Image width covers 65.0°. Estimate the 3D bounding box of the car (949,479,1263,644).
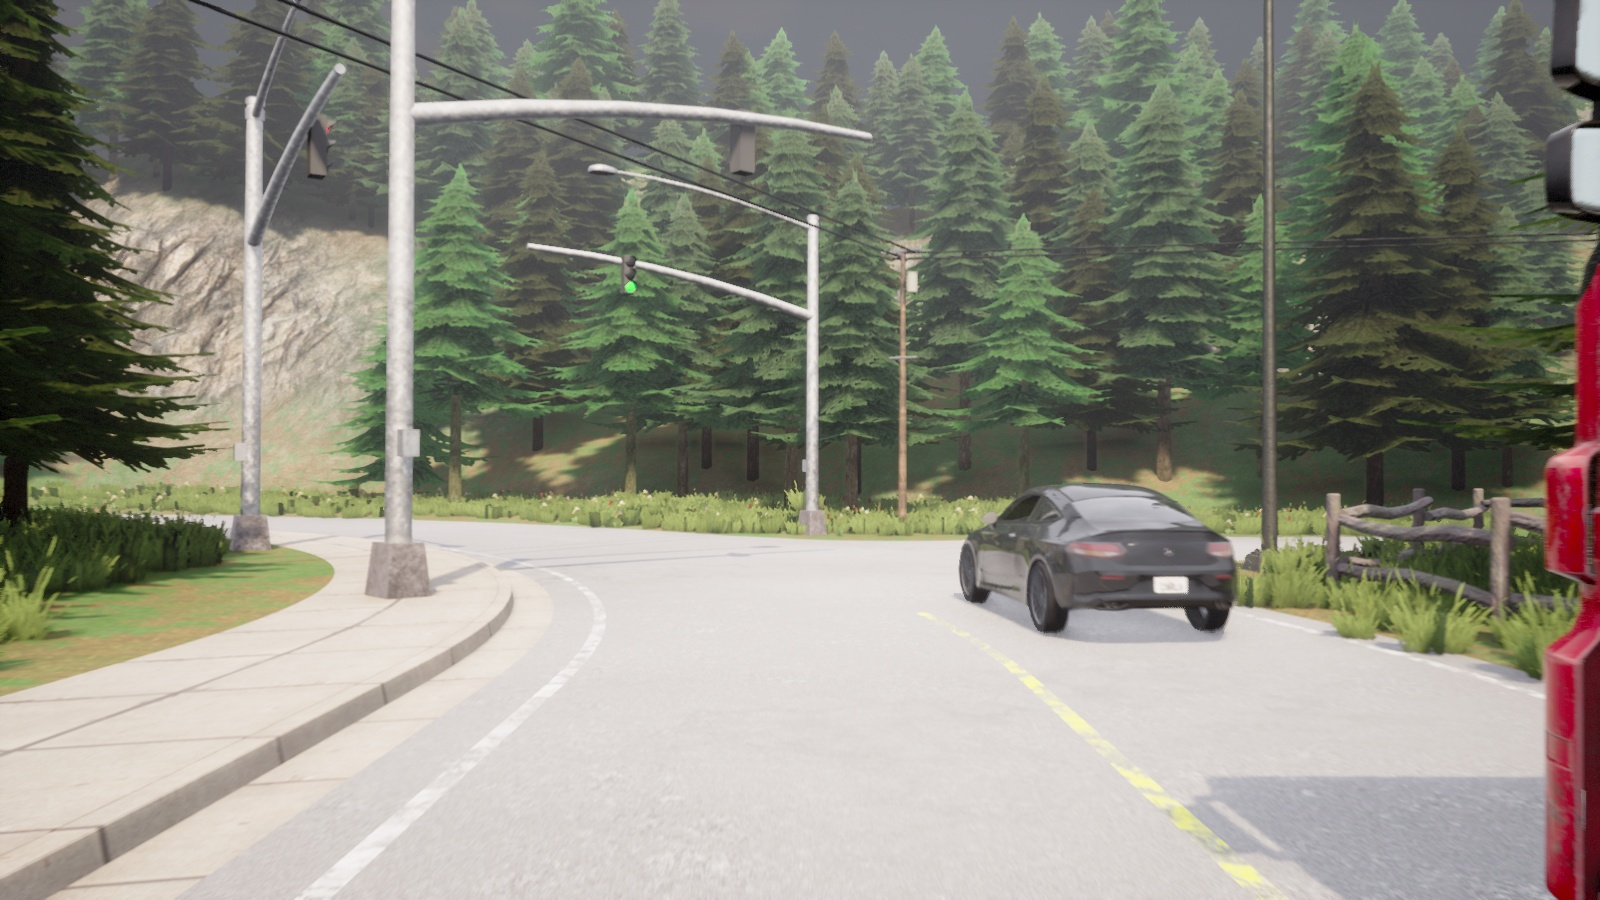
[{"bbox_3d":[3.054,1.057,13.670,1.812,1.442,4.674,0,-1,-6],"label":"car"}]
